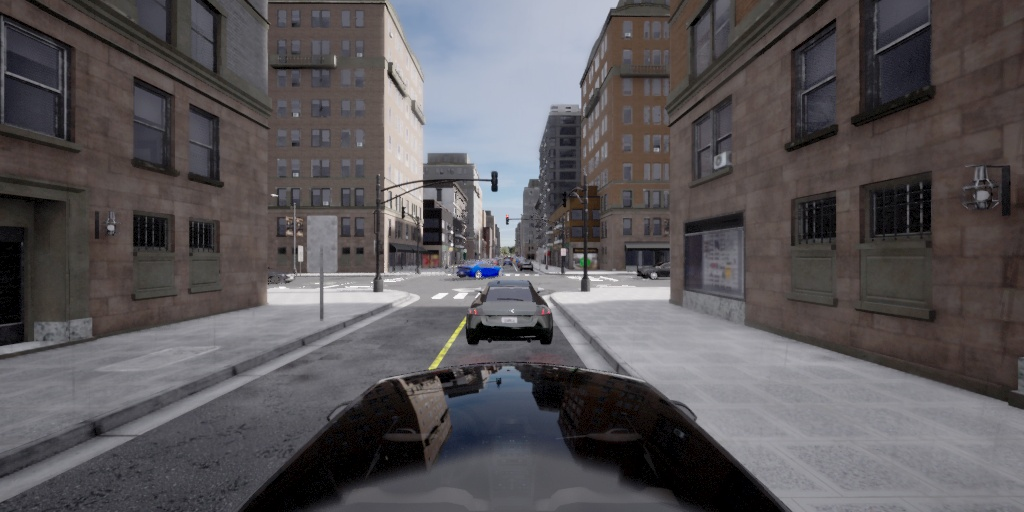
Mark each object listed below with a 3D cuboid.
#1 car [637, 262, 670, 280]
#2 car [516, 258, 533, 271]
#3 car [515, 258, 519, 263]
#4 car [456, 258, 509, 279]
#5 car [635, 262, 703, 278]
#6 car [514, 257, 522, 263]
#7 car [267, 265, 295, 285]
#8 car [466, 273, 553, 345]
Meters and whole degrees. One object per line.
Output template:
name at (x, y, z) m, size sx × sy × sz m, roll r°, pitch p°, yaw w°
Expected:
car at (12.956, 1.201, 29.967) m, size 4.892 × 1.490 × 1.837 m, roll 0°, pitch 0°, yaw -1°
car at (1.931, 1.356, 48.602) m, size 1.948 × 1.339 × 4.313 m, roll 0°, pitch 0°, yaw 0°
car at (1.848, 1.392, 59.625) m, size 1.802 × 1.307 × 4.207 m, roll 0°, pitch 0°, yaw 0°
car at (-2.774, 1.241, 31.840) m, size 1.882 × 1.535 × 5.008 m, roll 1°, pitch 1°, yaw 36°
car at (14.481, 1.243, 33.238) m, size 5.357 × 1.411 × 2.033 m, roll 0°, pitch 0°, yaw -1°
car at (1.807, 1.387, 65.135) m, size 1.948 × 1.339 × 4.313 m, roll 0°, pitch 0°, yaw 0°
car at (-18.391, 1.339, 26.123) m, size 4.674 × 1.442 × 1.812 m, roll 0°, pitch 0°, yaw -1°
car at (-0.065, 1.314, 9.532) m, size 1.994 × 1.385 × 4.181 m, roll 0°, pitch 0°, yaw 0°
